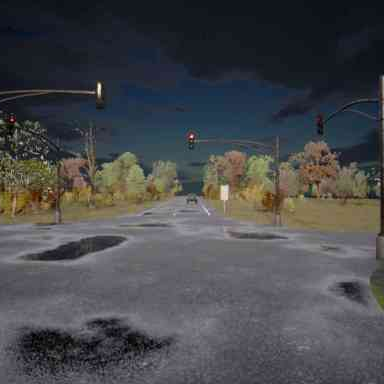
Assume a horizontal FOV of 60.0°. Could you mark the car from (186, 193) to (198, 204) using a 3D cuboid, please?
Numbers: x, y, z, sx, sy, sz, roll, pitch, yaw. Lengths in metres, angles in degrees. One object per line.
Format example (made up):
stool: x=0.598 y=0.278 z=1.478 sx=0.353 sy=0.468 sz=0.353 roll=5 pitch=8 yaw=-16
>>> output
car: x=-0.002 y=1.288 z=67.629 sx=2.150 sy=2.045 sz=5.566 roll=0 pitch=0 yaw=0

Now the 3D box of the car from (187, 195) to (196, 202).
car: x=-0.003 y=1.459 z=78.020 sx=2.033 sy=1.411 sz=5.357 roll=0 pitch=0 yaw=0
